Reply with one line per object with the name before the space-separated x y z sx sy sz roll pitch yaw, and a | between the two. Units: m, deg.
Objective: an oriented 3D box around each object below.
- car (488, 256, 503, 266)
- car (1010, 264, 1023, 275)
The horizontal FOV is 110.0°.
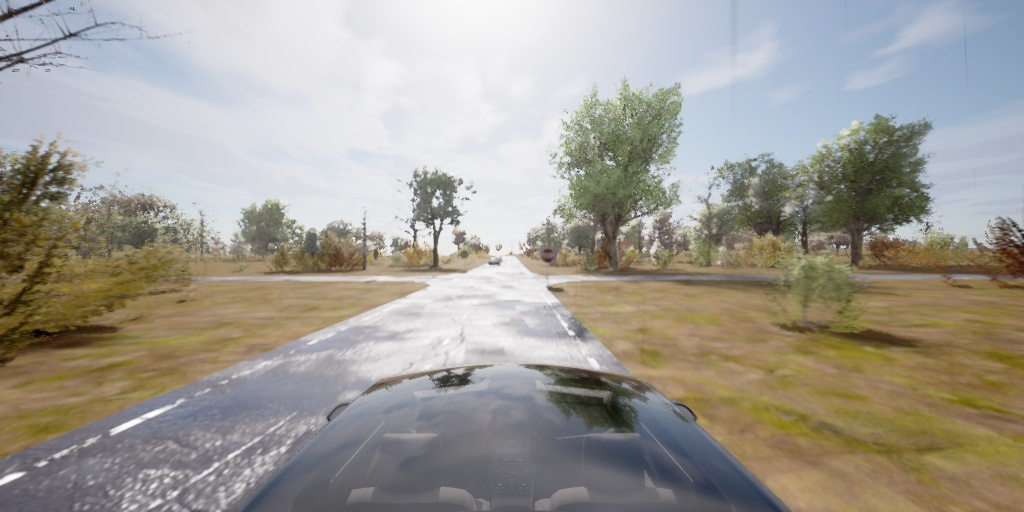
car | -3.005 0.913 60.698 1.994 1.385 4.181 0 1 0
car | 47.206 0.899 31.603 5.008 1.535 1.882 0 0 0
